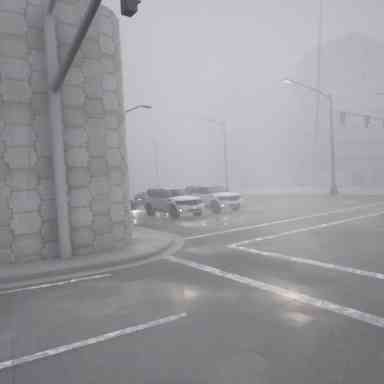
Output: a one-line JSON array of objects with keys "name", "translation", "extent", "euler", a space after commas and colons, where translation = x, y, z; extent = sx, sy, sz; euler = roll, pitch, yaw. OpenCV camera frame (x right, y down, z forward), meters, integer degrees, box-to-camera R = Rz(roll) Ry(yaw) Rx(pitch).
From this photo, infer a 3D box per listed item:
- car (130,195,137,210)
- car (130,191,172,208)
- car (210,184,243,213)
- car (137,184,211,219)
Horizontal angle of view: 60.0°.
[{"name": "car", "translation": [-6.867, 1.001, 31.330], "extent": [1.994, 1.385, 4.181], "euler": [-5, 3, -35]}, {"name": "car", "translation": [-4.217, 0.692, 33.629], "extent": [2.128, 1.511, 4.902], "euler": [-5, 3, -35]}, {"name": "car", "translation": [1.400, 0.425, 25.654], "extent": [2.150, 2.045, 5.566], "euler": [-5, 3, -35]}, {"name": "car", "translation": [-1.446, 0.661, 23.630], "extent": [2.150, 2.045, 5.566], "euler": [-5, 3, -35]}]
